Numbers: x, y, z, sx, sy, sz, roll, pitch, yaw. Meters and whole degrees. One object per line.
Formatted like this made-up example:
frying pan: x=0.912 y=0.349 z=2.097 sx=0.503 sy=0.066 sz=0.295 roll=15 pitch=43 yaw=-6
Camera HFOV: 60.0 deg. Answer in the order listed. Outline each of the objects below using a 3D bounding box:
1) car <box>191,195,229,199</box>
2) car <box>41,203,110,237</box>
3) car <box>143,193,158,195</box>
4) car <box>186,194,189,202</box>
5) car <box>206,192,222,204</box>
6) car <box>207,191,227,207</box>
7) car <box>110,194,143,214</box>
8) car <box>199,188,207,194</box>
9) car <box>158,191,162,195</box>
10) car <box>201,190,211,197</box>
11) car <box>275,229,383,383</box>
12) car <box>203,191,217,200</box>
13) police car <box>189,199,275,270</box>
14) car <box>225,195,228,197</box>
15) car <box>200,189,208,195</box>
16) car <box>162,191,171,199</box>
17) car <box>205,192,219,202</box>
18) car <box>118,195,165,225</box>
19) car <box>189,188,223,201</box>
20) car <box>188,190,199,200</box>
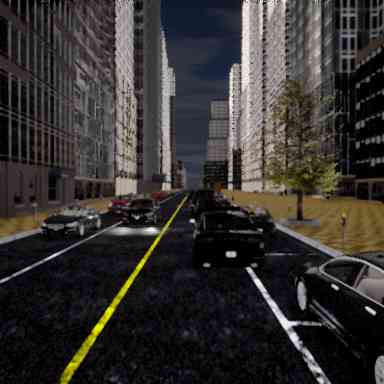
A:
car: x=0.993 y=1.147 z=20.415 sx=1.837 sy=1.490 sz=4.892 roll=0 pitch=1 yaw=0
car: x=-5.611 y=1.267 z=15.898 sx=2.008 sy=1.369 sz=4.403 roll=1 pitch=1 yaw=0
car: x=-5.506 y=0.872 z=38.651 sx=2.008 sy=1.369 sz=4.403 roll=1 pitch=1 yaw=0
car: x=0.240 y=0.680 z=47.322 sx=1.837 sy=1.490 sz=4.892 roll=0 pitch=1 yaw=1
car: x=2.901 y=0.773 z=44.278 sx=1.887 sy=1.381 sz=4.507 roll=0 pitch=1 yaw=0
car: x=2.875 y=0.767 z=38.588 sx=1.967 sy=1.590 sz=4.097 roll=0 pitch=1 yaw=0
car: x=-5.558 y=0.958 z=27.273 sx=1.967 sy=1.590 sz=4.097 roll=1 pitch=1 yaw=0
car: x=3.139 y=-0.331 z=95.467 sx=2.192 sy=1.841 sz=5.009 roll=0 pitch=1 yaw=0
car: x=-5.480 y=0.767 z=44.339 sx=1.887 sy=1.381 sz=4.507 roll=1 pitch=1 yaw=0
car: x=3.032 y=0.307 z=72.718 sx=1.947 sy=1.339 sz=4.313 roll=0 pitch=1 yaw=0
car: x=2.716 y=1.472 z=4.462 sx=2.008 sy=1.369 sz=4.403 roll=1 pitch=1 yaw=0
car: x=2.953 y=0.583 z=55.655 sx=2.008 sy=1.369 sz=4.403 roll=0 pitch=1 yaw=0
police car: x=0.948 y=1.239 z=10.524 sx=1.930 sy=1.638 sz=5.238 roll=0 pitch=1 yaw=0
car: x=2.848 y=0.976 z=32.902 sx=2.008 sy=1.369 sz=4.403 roll=0 pitch=1 yaw=0
car: x=3.086 y=0.070 z=84.264 sx=1.752 sy=1.417 sz=4.829 roll=0 pitch=1 yaw=0
car: x=-5.401 y=0.473 z=61.404 sx=1.887 sy=1.381 sz=4.507 roll=1 pitch=1 yaw=0
car: x=2.927 y=0.712 z=49.967 sx=1.802 sy=1.307 sz=4.206 roll=0 pitch=1 yaw=0
car: x=-3.004 y=1.140 z=20.646 sx=1.837 sy=1.490 sz=4.892 roll=0 pitch=1 yaw=0
car: x=1.022 y=0.762 z=26.439 sx=2.150 sy=2.045 sz=5.566 roll=0 pitch=1 yaw=0
car: x=0.266 y=0.501 z=57.651 sx=1.837 sy=1.490 sz=4.892 roll=0 pitch=1 yaw=0
